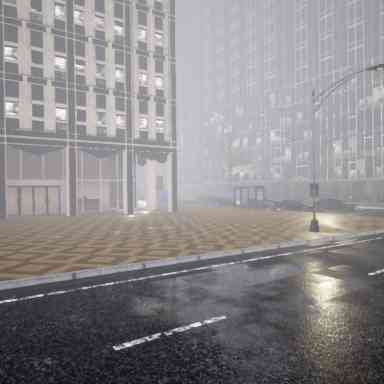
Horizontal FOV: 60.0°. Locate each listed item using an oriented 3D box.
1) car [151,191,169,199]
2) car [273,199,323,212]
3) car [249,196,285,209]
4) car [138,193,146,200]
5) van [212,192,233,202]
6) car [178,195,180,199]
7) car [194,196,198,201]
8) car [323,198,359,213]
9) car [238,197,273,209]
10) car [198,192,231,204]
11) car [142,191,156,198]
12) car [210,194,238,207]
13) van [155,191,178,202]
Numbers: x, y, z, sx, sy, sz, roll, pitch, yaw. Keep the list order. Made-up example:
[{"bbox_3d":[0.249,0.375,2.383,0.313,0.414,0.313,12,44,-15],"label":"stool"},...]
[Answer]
[{"bbox_3d":[-7.506,0.614,77.906,2.192,1.841,5.009,0,1,-35],"label":"car"},{"bbox_3d":[11.251,1.424,35.626,1.947,1.339,4.313,0,1,-35],"label":"car"},{"bbox_3d":[9.615,1.316,42.785,1.994,1.385,4.181,-1,1,-35],"label":"car"},{"bbox_3d":[-11.189,1.039,68.478,2.008,1.369,4.403,0,1,-35],"label":"car"},{"bbox_3d":[5.378,0.855,59.175,1.690,1.788,3.998,0,1,-35],"label":"van"},{"bbox_3d":[-4.284,0.935,73.227,1.802,1.307,4.206,0,1,-35],"label":"car"},{"bbox_3d":[2.158,1.043,63.861,1.802,1.307,4.206,0,1,-35],"label":"car"},{"bbox_3d":[15.010,1.364,34.946,1.812,1.442,4.674,-1,1,-34],"label":"car"},{"bbox_3d":[8.044,1.388,40.321,1.802,1.307,4.206,0,1,-35],"label":"car"},{"bbox_3d":[3.728,1.205,51.362,2.033,1.411,5.357,-1,1,-34],"label":"car"},{"bbox_3d":[-10.727,0.685,82.590,1.967,1.590,4.097,0,1,-35],"label":"car"},{"bbox_3d":[4.871,1.319,45.036,1.947,1.339,4.313,0,1,-35],"label":"car"},{"bbox_3d":[-4.747,0.937,59.110,1.690,1.788,3.998,0,1,-35],"label":"van"}]
